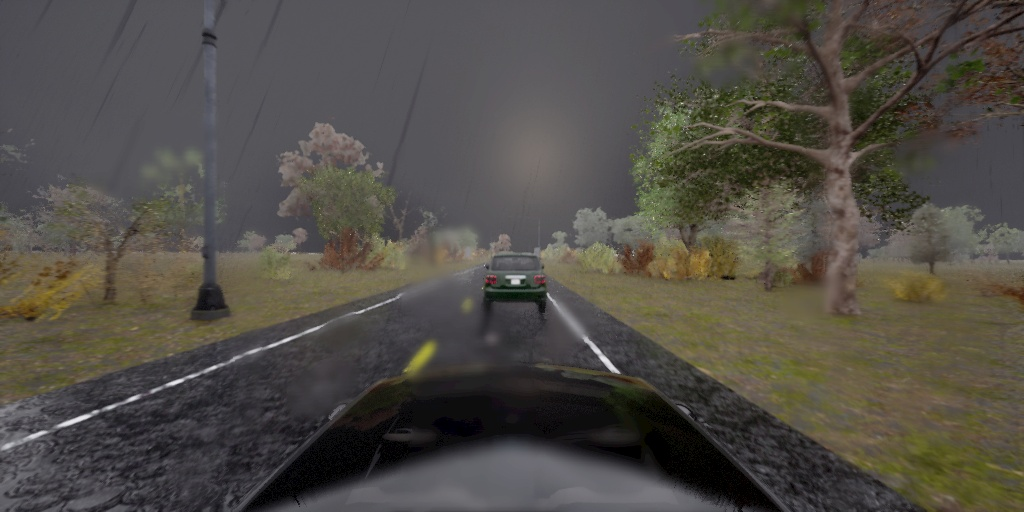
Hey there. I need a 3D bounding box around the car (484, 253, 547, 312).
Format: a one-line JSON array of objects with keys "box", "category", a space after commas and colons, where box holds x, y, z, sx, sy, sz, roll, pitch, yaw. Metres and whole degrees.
[{"box": [0.120, 0.897, 14.013, 2.150, 2.045, 5.566, 0, 0, 0], "category": "car"}]
